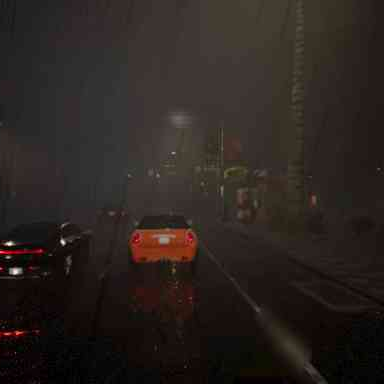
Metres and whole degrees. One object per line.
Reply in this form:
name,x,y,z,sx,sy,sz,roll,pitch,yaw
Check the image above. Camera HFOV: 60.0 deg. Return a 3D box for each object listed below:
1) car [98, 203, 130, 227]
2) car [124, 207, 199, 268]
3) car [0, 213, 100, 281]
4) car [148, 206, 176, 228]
car,-5.813,1.588,25.315,2.097,1.767,4.553,0,-1,-6
car,-1.003,1.455,11.855,2.097,1.767,4.553,0,0,-5
car,-4.341,1.613,10.218,1.837,1.490,4.892,0,0,-5
car,-2.268,1.817,25.089,1.895,1.301,4.718,0,0,-6
